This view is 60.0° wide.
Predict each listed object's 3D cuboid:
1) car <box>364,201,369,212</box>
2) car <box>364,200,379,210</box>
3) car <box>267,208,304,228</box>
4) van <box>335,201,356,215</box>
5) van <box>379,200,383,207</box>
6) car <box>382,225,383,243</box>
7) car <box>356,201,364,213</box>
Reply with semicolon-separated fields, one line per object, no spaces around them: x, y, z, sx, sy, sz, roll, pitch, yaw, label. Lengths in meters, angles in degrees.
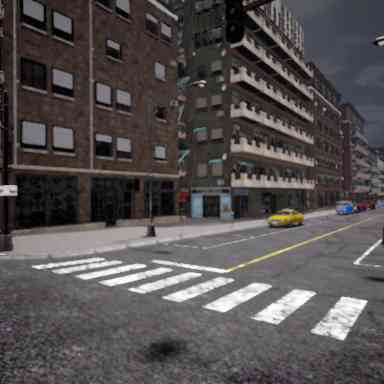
27.155;2.546;54.336;1.887;1.381;4.507;-2;-2;35;car
33.675;2.491;63.568;2.192;1.841;5.009;-2;-2;35;car
7.488;2.000;26.520;1.752;1.417;4.829;-2;-2;35;car
20.630;2.168;45.116;1.690;1.788;3.998;-2;-2;35;van
46.685;2.869;82.044;1.690;1.788;3.998;-2;-2;35;van
11.115;1.746;17.253;1.967;1.590;4.097;-2;-2;35;car
23.893;2.354;49.726;1.967;1.590;4.097;-2;-2;35;car
